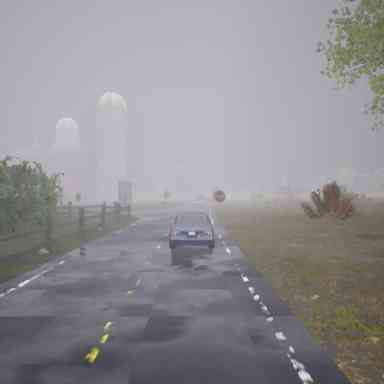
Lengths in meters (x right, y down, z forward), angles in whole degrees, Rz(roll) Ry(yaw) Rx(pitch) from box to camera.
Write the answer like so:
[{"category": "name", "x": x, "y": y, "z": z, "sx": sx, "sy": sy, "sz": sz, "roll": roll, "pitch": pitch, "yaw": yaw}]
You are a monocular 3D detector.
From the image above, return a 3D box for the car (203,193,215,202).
[{"category": "car", "x": 4.492, "y": 1.474, "z": 78.732, "sx": 2.128, "sy": 1.511, "sz": 4.902, "roll": 0, "pitch": 0, "yaw": 7}]

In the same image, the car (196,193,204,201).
[{"category": "car", "x": 2.265, "y": 1.170, "z": 83.234, "sx": 2.150, "sy": 2.045, "sz": 5.566, "roll": 0, "pitch": 0, "yaw": 7}]

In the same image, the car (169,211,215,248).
[{"category": "car", "x": 0.010, "y": 1.565, "z": 14.677, "sx": 2.033, "sy": 1.411, "sz": 5.357, "roll": 0, "pitch": 0, "yaw": 0}]

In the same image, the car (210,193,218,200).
[{"category": "car", "x": 6.189, "y": 1.251, "z": 92.803, "sx": 2.097, "sy": 1.767, "sz": 4.553, "roll": 0, "pitch": 0, "yaw": 7}]
